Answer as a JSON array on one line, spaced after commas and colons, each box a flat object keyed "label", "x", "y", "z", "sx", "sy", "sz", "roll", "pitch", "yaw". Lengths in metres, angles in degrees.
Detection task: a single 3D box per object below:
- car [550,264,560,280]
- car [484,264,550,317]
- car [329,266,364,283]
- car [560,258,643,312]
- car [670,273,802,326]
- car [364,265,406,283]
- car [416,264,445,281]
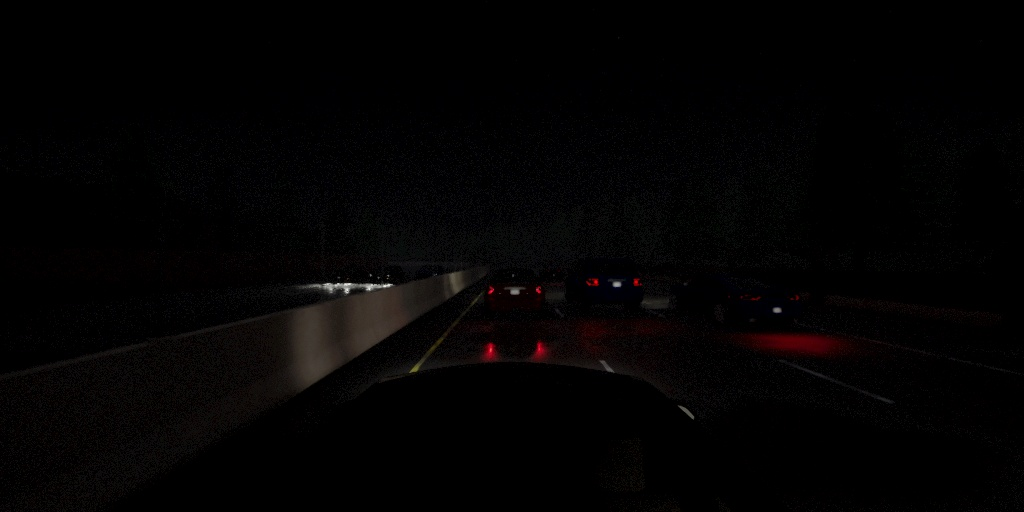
[{"label": "car", "x": 3.599, "y": 1.503, "z": 33.163, "sx": 1.882, "sy": 1.535, "sz": 5.008, "roll": 0, "pitch": -1, "yaw": 0}, {"label": "car", "x": 0.099, "y": 1.209, "z": 13.851, "sx": 2.097, "sy": 1.767, "sz": 4.553, "roll": 0, "pitch": 0, "yaw": 0}, {"label": "car", "x": -14.098, "y": 1.572, "z": 31.194, "sx": 1.994, "sy": 1.385, "sz": 4.181, "roll": 0, "pitch": 0, "yaw": 0}, {"label": "car", "x": 3.599, "y": 1.088, "z": 14.960, "sx": 2.150, "sy": 2.045, "sz": 5.566, "roll": 0, "pitch": 0, "yaw": 0}, {"label": "car", "x": 7.100, "y": 1.318, "z": 12.073, "sx": 1.882, "sy": 1.535, "sz": 5.008, "roll": 0, "pitch": 0, "yaw": 0}, {"label": "car", "x": -10.598, "y": 1.510, "z": 30.859, "sx": 1.837, "sy": 1.490, "sz": 4.892, "roll": 0, "pitch": 0, "yaw": 0}, {"label": "car", "x": -7.097, "y": 1.491, "z": 31.763, "sx": 1.882, "sy": 1.535, "sz": 5.008, "roll": 0, "pitch": -1, "yaw": 0}]
